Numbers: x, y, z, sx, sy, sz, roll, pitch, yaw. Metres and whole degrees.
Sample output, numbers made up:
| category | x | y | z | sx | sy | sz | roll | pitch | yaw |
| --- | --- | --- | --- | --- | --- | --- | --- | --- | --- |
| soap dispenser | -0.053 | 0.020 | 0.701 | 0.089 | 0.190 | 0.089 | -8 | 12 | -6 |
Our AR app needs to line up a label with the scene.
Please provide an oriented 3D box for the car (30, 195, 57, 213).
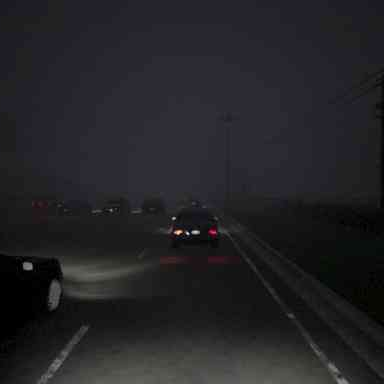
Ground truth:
| category | x | y | z | sx | sy | sz | roll | pitch | yaw |
| --- | --- | --- | --- | --- | --- | --- | --- | --- | --- |
| car | -13.820 | 1.073 | 32.495 | 2.097 | 1.767 | 4.553 | 0 | 0 | 0 |

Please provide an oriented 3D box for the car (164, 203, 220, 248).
| category | x | y | z | sx | sy | sz | roll | pitch | yaw |
| --- | --- | --- | --- | --- | --- | --- | --- | --- | --- |
| car | 0.132 | 1.433 | 14.113 | 2.033 | 1.411 | 5.357 | 0 | 0 | 0 |

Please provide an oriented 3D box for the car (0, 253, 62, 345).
| category | x | y | z | sx | sy | sz | roll | pitch | yaw |
| --- | --- | --- | --- | --- | --- | --- | --- | --- | --- |
| car | -3.392 | 1.438 | 4.329 | 1.882 | 1.535 | 5.008 | 0 | 0 | 0 |

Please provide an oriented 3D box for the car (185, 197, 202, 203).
| category | x | y | z | sx | sy | sz | roll | pitch | yaw |
| --- | --- | --- | --- | --- | --- | --- | --- | --- | --- |
| car | 0.196 | 1.251 | 38.994 | 1.994 | 1.385 | 4.181 | 0 | 1 | 0 |

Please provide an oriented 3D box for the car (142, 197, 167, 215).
| category | x | y | z | sx | sy | sz | roll | pitch | yaw |
| --- | --- | --- | --- | --- | --- | --- | --- | --- | --- |
| car | -3.327 | 1.230 | 30.183 | 1.882 | 1.535 | 5.008 | 0 | 1 | 0 |

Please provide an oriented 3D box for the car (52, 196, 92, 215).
| category | x | y | z | sx | sy | sz | roll | pitch | yaw |
| --- | --- | --- | --- | --- | --- | --- | --- | --- | --- |
| car | -10.418 | 1.274 | 29.818 | 1.812 | 1.442 | 4.674 | 0 | 0 | 1 |

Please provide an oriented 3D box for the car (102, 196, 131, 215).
| category | x | y | z | sx | sy | sz | roll | pitch | yaw |
| --- | --- | --- | --- | --- | --- | --- | --- | --- | --- |
| car | -6.825 | 1.252 | 30.560 | 1.837 | 1.490 | 4.892 | 0 | 1 | 0 |

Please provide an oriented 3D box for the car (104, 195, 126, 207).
| category | x | y | z | sx | sy | sz | roll | pitch | yaw |
| --- | --- | --- | --- | --- | --- | --- | --- | --- | --- |
| car | -10.333 | 1.193 | 44.757 | 1.994 | 1.385 | 4.181 | 0 | 1 | 1 |
